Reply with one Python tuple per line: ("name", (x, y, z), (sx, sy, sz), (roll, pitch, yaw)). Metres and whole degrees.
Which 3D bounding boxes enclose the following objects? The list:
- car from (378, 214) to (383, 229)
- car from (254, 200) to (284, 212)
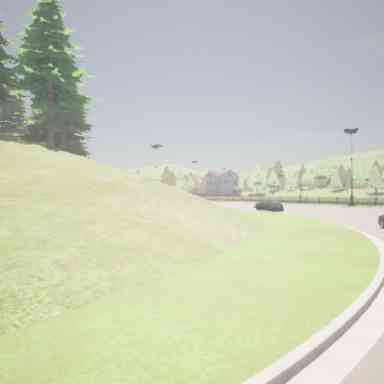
("car", (12.034, 1.552, 18.476), (2.033, 1.411, 5.357), (0, 0, 14))
("car", (9.462, 1.667, 41.273), (1.994, 1.385, 4.181), (0, 0, -23))
